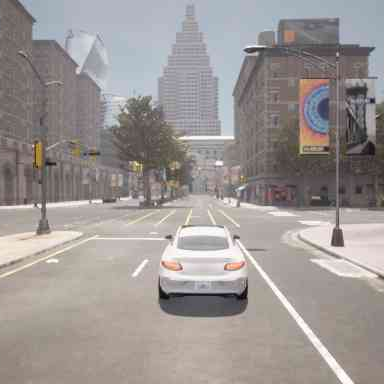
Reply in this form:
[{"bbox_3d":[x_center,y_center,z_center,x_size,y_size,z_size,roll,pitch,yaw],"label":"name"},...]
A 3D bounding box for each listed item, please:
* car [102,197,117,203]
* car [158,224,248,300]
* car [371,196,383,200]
[{"bbox_3d":[-16.705,1.595,67.376,1.895,1.301,4.718,0,0,1],"label":"car"},{"bbox_3d":[0.266,1.526,8.303,1.812,1.442,4.674,0,0,2],"label":"car"},{"bbox_3d":[36.007,1.481,67.556,2.231,1.521,4.892,0,0,1],"label":"car"}]
